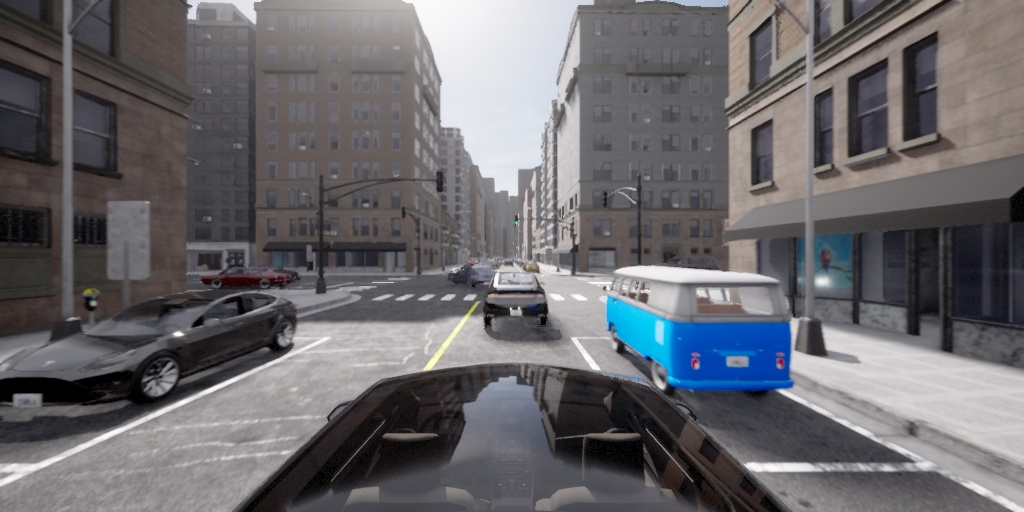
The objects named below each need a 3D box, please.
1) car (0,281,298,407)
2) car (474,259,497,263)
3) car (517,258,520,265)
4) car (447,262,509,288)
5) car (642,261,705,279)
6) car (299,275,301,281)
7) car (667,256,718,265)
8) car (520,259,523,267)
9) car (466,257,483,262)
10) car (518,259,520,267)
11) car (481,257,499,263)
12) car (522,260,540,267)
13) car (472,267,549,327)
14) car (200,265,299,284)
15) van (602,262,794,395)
[{"bbox_3d":[-5.670,1.327,6.374,1.948,1.339,4.313,0,0,0],"label":"car"},{"bbox_3d":[-3.319,1.402,45.919,2.033,1.411,5.357,0,0,-1],"label":"car"},{"bbox_3d":[2.408,1.452,62.152,1.948,1.339,4.313,0,0,-1],"label":"car"},{"bbox_3d":[-2.645,1.354,24.501,2.033,1.411,5.357,0,0,-31],"label":"car"},{"bbox_3d":[14.796,1.292,33.030,5.008,1.535,1.882,0,0,-1],"label":"car"},{"bbox_3d":[-17.692,1.352,25.945,4.181,1.385,1.994,0,0,-1],"label":"car"},{"bbox_3d":[14.171,1.036,29.774,5.566,2.045,2.150,0,0,0],"label":"car"},{"bbox_3d":[2.562,1.305,51.101,1.967,1.591,4.097,0,0,-1],"label":"car"},{"bbox_3d":[-6.039,1.190,56.508,2.192,1.841,5.009,0,0,-1],"label":"car"},{"bbox_3d":[2.485,1.427,56.627,2.007,1.370,4.403,0,0,-1],"label":"car"},{"bbox_3d":[-3.419,1.379,55.617,1.837,1.490,4.892,0,0,-1],"label":"car"},{"bbox_3d":[2.637,1.379,45.746,1.751,1.417,4.829,0,0,-1],"label":"car"},{"bbox_3d":[0.069,1.267,11.724,2.128,1.511,4.902,0,0,-1],"label":"car"},{"bbox_3d":[-16.605,1.392,22.697,4.718,1.301,1.895,0,0,-1],"label":"car"},{"bbox_3d":[2.855,1.103,6.386,1.690,1.789,3.998,0,0,0],"label":"van"}]
